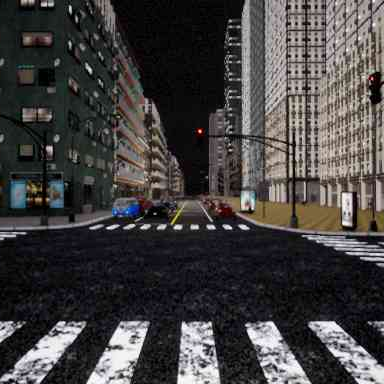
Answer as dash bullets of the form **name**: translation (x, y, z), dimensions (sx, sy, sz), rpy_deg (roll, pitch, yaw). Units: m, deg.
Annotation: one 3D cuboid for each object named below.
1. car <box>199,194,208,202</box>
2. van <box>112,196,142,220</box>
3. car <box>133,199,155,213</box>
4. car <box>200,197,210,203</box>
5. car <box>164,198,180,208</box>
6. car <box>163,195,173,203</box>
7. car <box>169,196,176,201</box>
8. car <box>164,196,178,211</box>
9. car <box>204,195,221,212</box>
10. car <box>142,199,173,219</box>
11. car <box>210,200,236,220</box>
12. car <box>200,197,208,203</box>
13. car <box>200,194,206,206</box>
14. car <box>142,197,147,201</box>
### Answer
- **car**: translation (2.847, 1.509, 83.660), dimensions (2.192, 1.841, 5.009), rpy_deg (0, 0, 0)
- **van**: translation (-5.632, 1.397, 28.399), dimensions (1.690, 1.788, 3.998), rpy_deg (0, 0, 0)
- **car**: translation (-5.613, 1.624, 39.455), dimensions (1.887, 1.381, 4.507), rpy_deg (0, 0, 0)
- **car**: translation (2.826, 1.708, 72.604), dimensions (1.887, 1.381, 4.507), rpy_deg (0, 0, 0)
- **car**: translation (-3.002, 1.651, 50.081), dimensions (2.033, 1.411, 5.357), rpy_deg (0, 0, 0)
- **car**: translation (-5.544, 1.619, 78.147), dimensions (1.967, 1.590, 4.097), rpy_deg (0, 0, 0)
- **car**: translation (-5.515, 1.793, 94.730), dimensions (1.947, 1.339, 4.313), rpy_deg (0, 0, 0)
- **car**: translation (-3.030, 1.571, 39.443), dimensions (2.128, 1.511, 4.902), rpy_deg (0, 0, 0)
- **car**: translation (2.768, 1.520, 39.439), dimensions (1.967, 1.590, 4.097), rpy_deg (0, 0, 0)
- **car**: translation (-3.048, 1.622, 29.420), dimensions (1.994, 1.385, 4.181), rpy_deg (0, 0, 0)
- **car**: translation (2.748, 1.638, 28.383), dimensions (1.802, 1.307, 4.206), rpy_deg (0, 0, 0)
- **car**: translation (2.836, 1.761, 78.131), dimensions (1.802, 1.307, 4.206), rpy_deg (0, 0, 0)
- **car**: translation (2.798, 1.559, 56.021), dimensions (1.967, 1.590, 4.097), rpy_deg (0, 0, 0)
- **car**: translation (-5.621, 1.383, 33.927), dimensions (2.192, 1.841, 5.009), rpy_deg (0, 0, 0)
